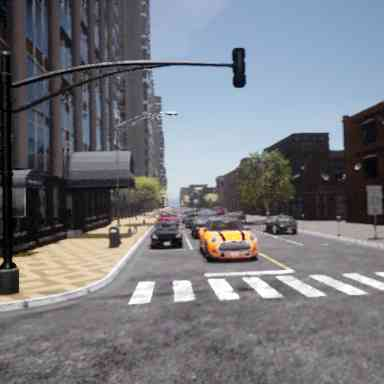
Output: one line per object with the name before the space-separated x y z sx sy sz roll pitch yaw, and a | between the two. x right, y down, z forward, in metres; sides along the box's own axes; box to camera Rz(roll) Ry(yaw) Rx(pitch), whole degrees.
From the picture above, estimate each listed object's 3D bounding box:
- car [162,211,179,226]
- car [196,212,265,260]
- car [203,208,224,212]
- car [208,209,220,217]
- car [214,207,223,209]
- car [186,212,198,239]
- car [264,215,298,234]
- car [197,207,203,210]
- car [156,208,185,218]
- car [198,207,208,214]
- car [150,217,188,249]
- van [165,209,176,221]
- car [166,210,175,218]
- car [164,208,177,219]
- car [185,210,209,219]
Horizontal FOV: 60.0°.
car | -2.689 3.230 41.157 1.967 1.590 4.097 -2 -2 -4
car | 1.550 1.997 15.404 2.097 1.767 4.553 -1 -2 -4
car | 2.713 3.435 47.238 2.033 1.411 5.357 -1 -2 -3
car | 4.253 4.068 64.647 1.752 1.417 4.829 -2 -2 -4
car | 4.599 3.621 58.967 2.192 1.841 5.009 -2 -2 -4
car | 0.969 2.518 24.551 2.128 1.511 4.902 -1 -2 -4
car | 6.808 2.473 25.852 2.008 1.369 4.403 -2 -2 -4
car | -0.234 3.204 44.359 2.097 1.767 4.553 -1 -2 -5
car | -2.094 2.647 30.117 2.192 1.841 5.009 -2 -2 -4
car | 2.874 4.770 86.562 2.192 1.841 5.009 -2 -2 -4
car | -1.466 2.467 19.793 1.947 1.339 4.313 -2 -2 -4
van | -3.417 3.621 52.925 1.690 1.788 3.998 -2 -2 -4
car | -4.433 4.487 69.307 1.752 1.417 4.829 -2 -2 -4
car | -4.107 4.054 63.965 2.192 1.841 5.009 -2 -2 -4
car | 0.352 2.948 34.550 1.837 1.490 4.892 -1 -2 -4
